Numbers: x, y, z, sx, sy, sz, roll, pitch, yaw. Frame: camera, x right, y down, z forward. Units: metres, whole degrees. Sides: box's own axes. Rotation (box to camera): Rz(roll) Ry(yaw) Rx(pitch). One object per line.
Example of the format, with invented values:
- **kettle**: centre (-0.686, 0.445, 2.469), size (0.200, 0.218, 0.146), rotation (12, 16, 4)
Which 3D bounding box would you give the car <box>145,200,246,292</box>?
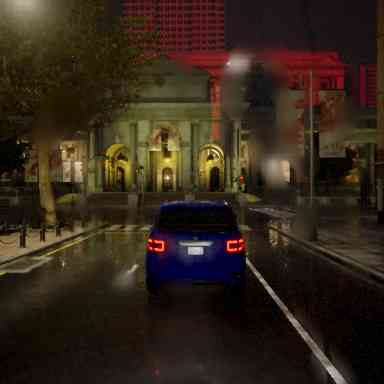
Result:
- **car**: centre (0.099, 1.221, 9.078), size (2.150, 2.045, 5.566), rotation (0, 0, 1)
